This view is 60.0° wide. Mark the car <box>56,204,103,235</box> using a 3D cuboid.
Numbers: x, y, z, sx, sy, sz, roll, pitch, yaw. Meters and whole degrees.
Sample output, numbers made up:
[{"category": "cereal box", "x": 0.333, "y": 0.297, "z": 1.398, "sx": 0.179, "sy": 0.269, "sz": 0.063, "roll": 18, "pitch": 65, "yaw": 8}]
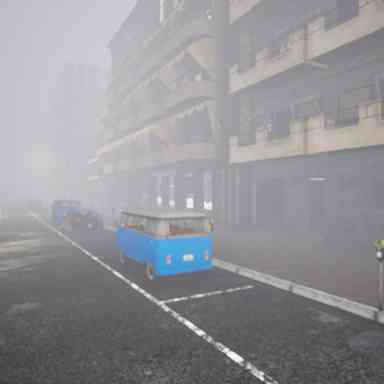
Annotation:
[{"category": "car", "x": -6.458, "y": 1.633, "z": 19.392, "sx": 1.887, "sy": 1.381, "sz": 4.507, "roll": 0, "pitch": 0, "yaw": -30}]

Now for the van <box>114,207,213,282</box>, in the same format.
[{"category": "van", "x": -1.006, "y": 1.383, "z": 9.787, "sx": 1.690, "sy": 1.788, "sz": 3.998, "roll": 0, "pitch": 0, "yaw": -30}]

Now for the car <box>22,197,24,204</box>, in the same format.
[{"category": "car", "x": -25.626, "y": 1.790, "z": 53.160, "sx": 1.752, "sy": 1.417, "sz": 4.829, "roll": 0, "pitch": 0, "yaw": -30}]

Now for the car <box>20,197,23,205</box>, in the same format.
[{"category": "car", "x": -28.354, "y": 1.818, "z": 57.963, "sx": 1.752, "sy": 1.417, "sz": 4.829, "roll": 0, "pitch": 0, "yaw": -30}]

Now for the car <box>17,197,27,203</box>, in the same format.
[{"category": "car", "x": -41.902, "y": 1.986, "z": 81.829, "sx": 1.887, "sy": 1.381, "sz": 4.507, "roll": 0, "pitch": 0, "yaw": -30}]

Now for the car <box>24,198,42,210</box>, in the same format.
[{"category": "car", "x": -22.816, "y": 1.802, "z": 48.210, "sx": 1.947, "sy": 1.339, "sz": 4.313, "roll": 0, "pitch": 0, "yaw": -30}]

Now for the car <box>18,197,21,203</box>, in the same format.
[{"category": "car", "x": -33.723, "y": 1.895, "z": 67.421, "sx": 1.887, "sy": 1.381, "sz": 4.507, "roll": 0, "pitch": 0, "yaw": -30}]

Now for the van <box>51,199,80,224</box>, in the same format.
[{"category": "van", "x": -9.184, "y": 1.453, "z": 24.195, "sx": 1.690, "sy": 1.788, "sz": 3.998, "roll": 0, "pitch": 0, "yaw": -30}]
